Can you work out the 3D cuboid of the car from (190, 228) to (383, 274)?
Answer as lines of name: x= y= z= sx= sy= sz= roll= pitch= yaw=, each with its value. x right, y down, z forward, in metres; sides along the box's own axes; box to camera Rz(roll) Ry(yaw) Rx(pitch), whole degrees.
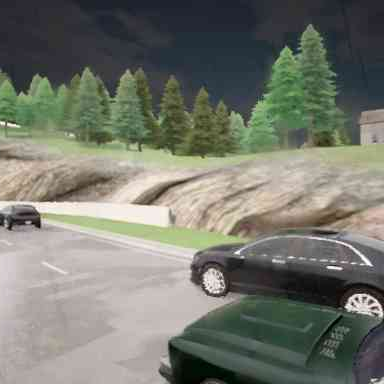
car: x=2.182 y=1.510 z=6.874 sx=4.892 sy=1.490 sz=1.837 roll=0 pitch=0 yaw=37

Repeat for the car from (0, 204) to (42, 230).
car: x=-11.124 y=1.532 z=21.276 sx=1.837 sy=1.490 sz=4.892 roll=0 pitch=0 yaw=-40

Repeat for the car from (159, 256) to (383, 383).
car: x=2.013 y=1.602 z=2.622 sx=4.718 sy=1.301 sz=1.895 roll=0 pitch=0 yaw=36
